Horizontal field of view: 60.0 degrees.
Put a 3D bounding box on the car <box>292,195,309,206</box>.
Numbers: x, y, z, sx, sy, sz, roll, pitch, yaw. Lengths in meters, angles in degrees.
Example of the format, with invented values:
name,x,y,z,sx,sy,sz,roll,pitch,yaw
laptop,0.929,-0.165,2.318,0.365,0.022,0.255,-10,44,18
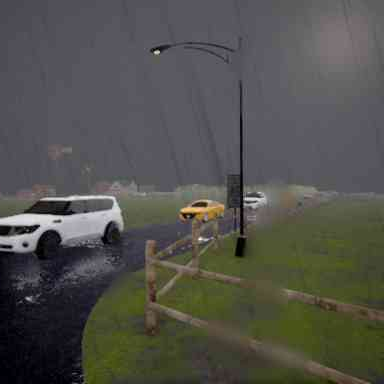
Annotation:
name,x,y,z,sx,sy,sz,roll,pitch,yaw
car,14.992,1.344,47.179,1.895,1.301,4.718,0,0,26

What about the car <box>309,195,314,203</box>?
name,x,y,z,sx,sy,sz,roll,pitch,yaw
car,19.852,1.180,57.138,1.882,1.535,5.008,0,0,26

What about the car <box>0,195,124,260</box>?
name,x,y,z,sx,sy,sz,roll,pitch,yaw
car,-4.880,1.170,12.788,2.150,2.045,5.566,-1,0,23

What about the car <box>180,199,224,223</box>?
name,x,y,z,sx,sy,sz,roll,pitch,yaw
car,0.840,1.351,24.889,1.882,1.535,5.008,0,1,26

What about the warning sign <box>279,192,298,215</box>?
name,x,y,z,sx,sy,sz,roll,pitch,yaw
warning sign,8.003,0.939,27.492,1.300,1.860,1.060,-1,0,26

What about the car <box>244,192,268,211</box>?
name,x,y,z,sx,sy,sz,roll,pitch,yaw
car,7.056,1.022,37.605,2.150,2.045,5.566,0,1,26
